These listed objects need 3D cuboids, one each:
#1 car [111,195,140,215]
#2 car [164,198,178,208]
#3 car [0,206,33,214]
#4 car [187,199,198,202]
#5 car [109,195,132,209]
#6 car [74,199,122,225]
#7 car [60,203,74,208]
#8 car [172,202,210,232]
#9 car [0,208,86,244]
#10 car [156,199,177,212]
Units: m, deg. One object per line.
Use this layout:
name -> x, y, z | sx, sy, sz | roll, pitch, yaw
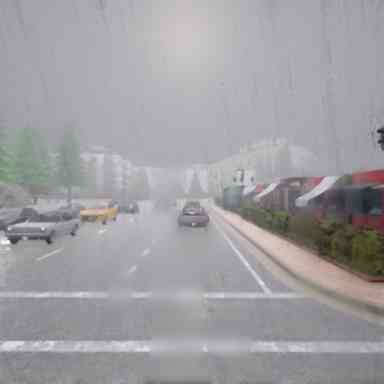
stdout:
car -> -7.073, 1.510, 36.256 | 2.097, 1.767, 4.553 | 0, 0, 0
car -> -3.506, 1.786, 55.463 | 2.033, 1.411, 5.357 | 0, 0, 0
car -> -10.596, 1.616, 20.006 | 1.812, 1.442, 4.674 | 0, 0, 0
car -> 0.095, 1.696, 43.080 | 1.837, 1.490, 4.892 | 0, 0, 0
car -> -10.512, 1.430, 49.147 | 2.150, 2.045, 5.566 | 0, 0, 0
car -> -7.085, 1.593, 25.604 | 1.882, 1.535, 5.008 | 0, 0, 0
car -> -10.587, 1.692, 29.417 | 1.994, 1.385, 4.181 | 0, 0, 1
car -> 0.100, 1.594, 20.828 | 2.128, 1.511, 4.902 | 0, 0, 0
car -> -7.090, 1.679, 16.367 | 1.895, 1.301, 4.718 | 0, 0, 0
car -> -3.407, 1.670, 41.271 | 2.128, 1.511, 4.902 | 0, -1, 0
